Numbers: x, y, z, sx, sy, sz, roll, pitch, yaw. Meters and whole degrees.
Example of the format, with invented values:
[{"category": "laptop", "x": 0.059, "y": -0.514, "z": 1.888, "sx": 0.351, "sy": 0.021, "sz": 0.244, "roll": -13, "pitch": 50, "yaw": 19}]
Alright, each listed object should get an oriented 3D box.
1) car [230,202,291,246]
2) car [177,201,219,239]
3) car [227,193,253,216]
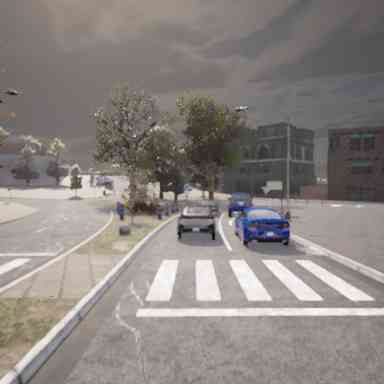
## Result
[{"category": "car", "x": 3.068, "y": 1.450, "z": 15.297, "sx": 1.882, "sy": 1.535, "sz": 5.008, "roll": 0, "pitch": 0, "yaw": 1}, {"category": "car", "x": 0.283, "y": 1.455, "z": 17.225, "sx": 2.128, "sy": 1.511, "sz": 4.902, "roll": 0, "pitch": 0, "yaw": 2}, {"category": "car", "x": 4.360, "y": 1.058, "z": 30.126, "sx": 2.150, "sy": 2.045, "sz": 5.566, "roll": 0, "pitch": 1, "yaw": 7}]
